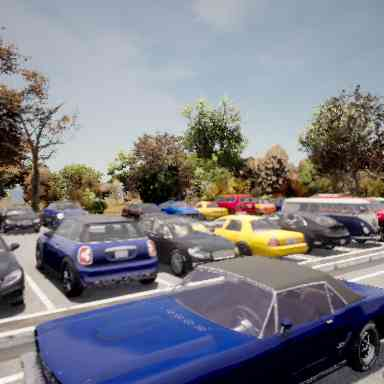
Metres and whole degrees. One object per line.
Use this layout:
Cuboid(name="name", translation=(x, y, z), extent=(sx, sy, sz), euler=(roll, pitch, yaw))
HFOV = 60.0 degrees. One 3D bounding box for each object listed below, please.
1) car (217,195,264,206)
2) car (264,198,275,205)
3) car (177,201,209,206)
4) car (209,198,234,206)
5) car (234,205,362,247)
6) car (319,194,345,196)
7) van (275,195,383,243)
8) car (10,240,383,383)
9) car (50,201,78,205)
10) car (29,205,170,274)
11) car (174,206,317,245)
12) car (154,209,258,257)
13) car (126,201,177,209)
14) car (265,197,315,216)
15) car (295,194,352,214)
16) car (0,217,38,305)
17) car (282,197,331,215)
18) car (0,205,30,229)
Cuboid(name="car", translation=(3.178, 1.280, 29.390), extent=(2.435, 2.045, 5.566), euler=(0, 0, -35))
Cuboid(name="car", translation=(5.589, 1.407, 31.019), extent=(2.185, 1.767, 4.553), euler=(0, 0, -35))
Cuboid(name="car", translation=(-1.257, 1.530, 26.231), extent=(2.097, 1.535, 5.008), euler=(0, 0, -35))
Cuboid(name="car", translation=(0.812, 1.528, 27.912), extent=(1.946, 1.575, 5.366), euler=(0, 0, -35))
Cuboid(name="car", translation=(4.027, 1.530, 13.936), extent=(2.231, 1.521, 4.892), euler=(0, 0, -35))
Cuboid(name="car", translation=(8.587, 1.280, 17.129), extent=(2.435, 2.045, 5.566), euler=(0, 0, -35))
Cuboid(name="van", translation=(6.364, 1.304, 15.451), extent=(1.878, 1.987, 4.442), euler=(0, 0, -35))
Cuboid(name="car", translation=(0.581, 1.603, 4.096), extent=(4.718, 1.301, 1.895), euler=(0, 0, -35))
Cuboid(name="car", translation=(-8.097, 1.399, 21.434), extent=(2.185, 1.767, 4.553), euler=(0, 0, -35))
Cuboid(name="car", translation=(-2.781, 1.397, 9.099), extent=(2.185, 1.767, 4.553), euler=(0, 0, -35))
Cuboid(name="car", translation=(1.642, 1.524, 12.488), extent=(1.946, 1.575, 5.366), euler=(0, 0, -35))
Cuboid(name="car", translation=(-0.528, 1.526, 10.736), extent=(2.231, 1.521, 4.892), euler=(0, 0, -35))
Cuboid(name="car", translation=(-3.513, 1.558, 24.595), extent=(2.163, 1.488, 4.792), euler=(0, 0, -35))
Cuboid(name="car", translation=(10.001, 1.409, 34.211), extent=(2.185, 1.767, 4.553), euler=(0, 0, -35))
Cuboid(name="car", translation=(14.655, 1.286, 37.493), extent=(2.435, 2.045, 5.566), euler=(0, 0, -35))
Cuboid(name="car", translation=(-5.074, 1.560, 7.522), extent=(2.002, 1.452, 4.674), euler=(0, 0, -35))
Cuboid(name="car", translation=(12.276, 1.410, 35.817), extent=(2.185, 1.767, 4.553), euler=(0, 0, -35))
Cuboid(name="car", translation=(-10.359, 1.524, 19.807), extent=(2.231, 1.521, 4.892), euler=(0, 0, -35))
